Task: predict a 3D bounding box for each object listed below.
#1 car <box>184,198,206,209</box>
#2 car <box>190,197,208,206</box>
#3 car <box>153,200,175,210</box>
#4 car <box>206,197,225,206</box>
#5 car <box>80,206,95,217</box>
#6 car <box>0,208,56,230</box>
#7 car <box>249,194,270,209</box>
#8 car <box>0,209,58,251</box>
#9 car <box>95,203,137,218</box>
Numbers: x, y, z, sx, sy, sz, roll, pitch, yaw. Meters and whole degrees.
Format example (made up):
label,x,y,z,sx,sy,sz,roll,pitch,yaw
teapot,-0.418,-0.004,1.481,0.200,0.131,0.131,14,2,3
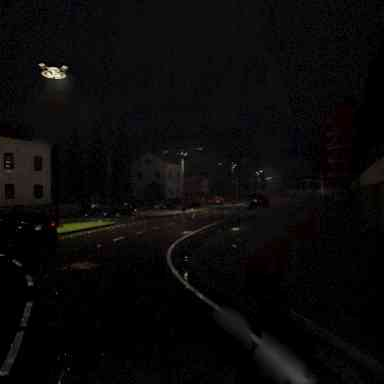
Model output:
label,x,y,z,sx,sy,sz,roll,pitch,yaw
car,0.120,2.021,55.879,1.837,1.490,4.892,-2,-1,24
car,1.530,1.938,67.793,2.097,1.767,4.553,-2,-1,24
car,-4.537,2.121,54.046,2.128,1.511,4.902,-2,-1,24
car,5.046,1.829,67.089,2.097,1.767,4.553,-2,-1,24
car,-10.996,2.280,39.493,1.895,1.301,4.718,-2,-1,25
car,-14.058,2.186,27.886,1.812,1.442,4.674,-2,-1,37
car,10.145,1.393,49.801,2.150,2.045,5.566,-2,-1,24
car,-8.689,1.755,16.580,4.553,1.767,2.097,-2,-1,39
car,-8.162,2.082,37.387,1.837,1.490,4.892,-2,0,26
